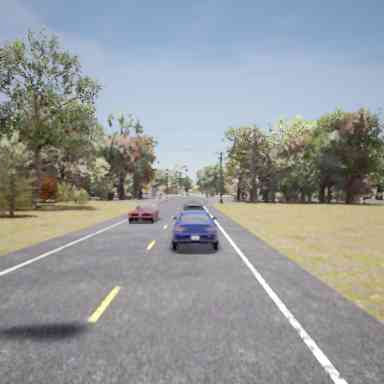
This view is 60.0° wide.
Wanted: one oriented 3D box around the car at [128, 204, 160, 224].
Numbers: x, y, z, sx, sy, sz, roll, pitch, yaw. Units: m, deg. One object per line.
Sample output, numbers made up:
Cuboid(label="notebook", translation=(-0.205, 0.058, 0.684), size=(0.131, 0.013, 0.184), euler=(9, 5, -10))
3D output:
Cuboid(label="car", translation=(-3.555, 1.592, 25.104), size=(1.895, 1.301, 4.718), euler=(0, 0, 0))

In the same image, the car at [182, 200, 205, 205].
Cuboid(label="car", translation=(0.148, 1.497, 30.902), size=(1.837, 1.490, 4.892), euler=(0, 0, 0))

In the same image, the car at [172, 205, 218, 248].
Cuboid(label="car", translation=(0.125, 1.521, 14.547), size=(1.812, 1.442, 4.674), euler=(0, 0, 0))
